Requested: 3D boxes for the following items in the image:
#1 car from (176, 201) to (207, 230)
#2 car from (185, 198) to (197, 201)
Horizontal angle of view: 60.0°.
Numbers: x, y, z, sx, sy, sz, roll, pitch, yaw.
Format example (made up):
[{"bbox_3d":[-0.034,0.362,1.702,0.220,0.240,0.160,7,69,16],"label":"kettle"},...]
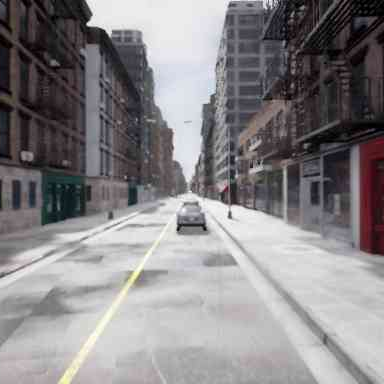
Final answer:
[{"bbox_3d":[-0.030,1.550,20.962,2.033,1.411,5.357,0,0,0],"label":"car"},{"bbox_3d":[-0.149,1.492,39.408,2.128,1.511,4.902,0,0,0],"label":"car"}]
